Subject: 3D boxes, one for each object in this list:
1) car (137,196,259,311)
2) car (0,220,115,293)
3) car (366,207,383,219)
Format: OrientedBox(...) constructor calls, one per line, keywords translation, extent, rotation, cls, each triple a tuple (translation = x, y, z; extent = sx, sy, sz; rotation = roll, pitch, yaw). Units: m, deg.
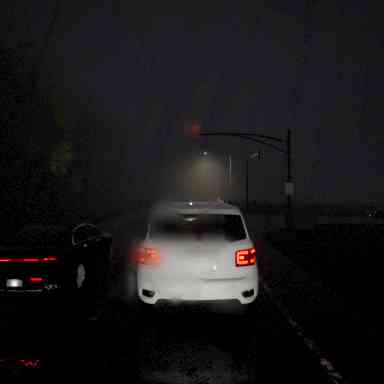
OrientedBox(translation=(0.102, 1.224, 7.916), extent=(2.150, 2.045, 5.566), rotation=(0, 0, 0), cls="car")
OrientedBox(translation=(-3.399, 1.507, 8.812), extent=(1.837, 1.490, 4.892), rotation=(0, 0, 0), cls="car")
OrientedBox(translation=(19.296, 1.816, 31.081), extent=(5.357, 1.411, 2.033), rotation=(1, -1, 0), cls="car")
